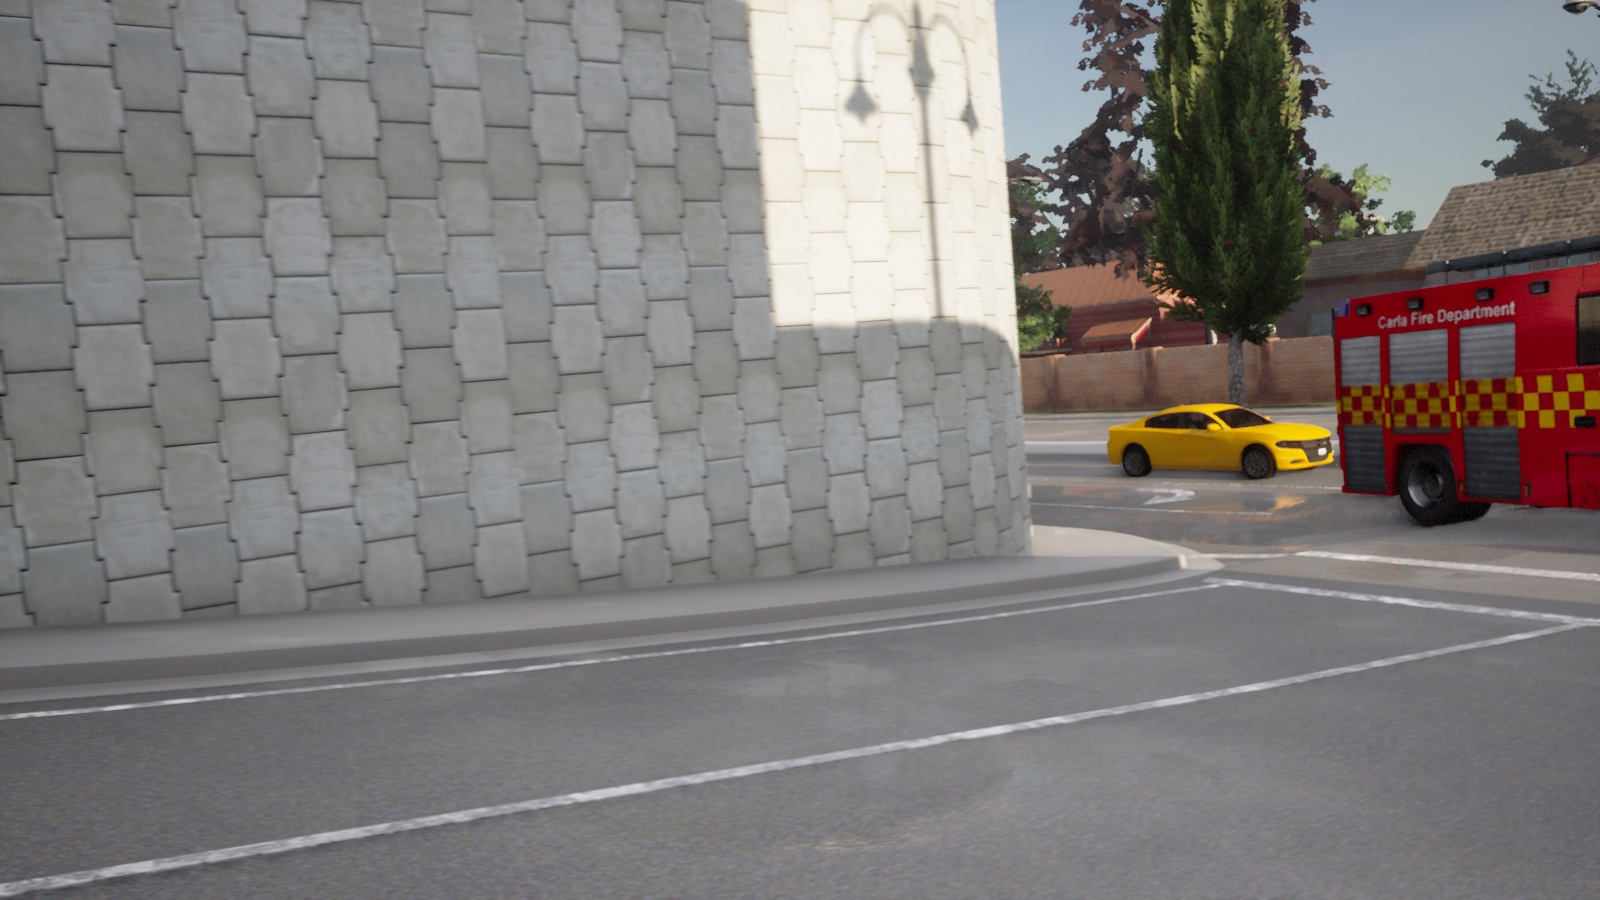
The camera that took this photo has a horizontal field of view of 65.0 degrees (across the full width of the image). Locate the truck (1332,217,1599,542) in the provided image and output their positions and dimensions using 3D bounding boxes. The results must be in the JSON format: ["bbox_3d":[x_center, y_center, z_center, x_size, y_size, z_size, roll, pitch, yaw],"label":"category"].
[{"bbox_3d":[10.761,-0.934,15.397,2.891,3.827,8.468,-5,2,-16],"label":"truck"}]

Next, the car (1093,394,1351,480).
[{"bbox_3d":[8.935,-0.271,27.005,1.882,1.535,5.008,-8,4,-36],"label":"car"}]
